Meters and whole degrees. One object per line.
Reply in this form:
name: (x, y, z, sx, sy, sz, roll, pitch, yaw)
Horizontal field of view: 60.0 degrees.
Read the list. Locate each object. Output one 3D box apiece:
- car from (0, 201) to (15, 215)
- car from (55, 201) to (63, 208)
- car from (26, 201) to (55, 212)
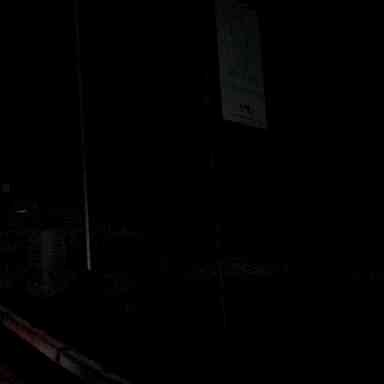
car: (-23.180, 1.881, 39.830, 2.097, 1.767, 4.553, -3, 0, -5)
car: (-25.803, 2.506, 61.698, 1.882, 1.535, 5.008, -4, -1, 7)
car: (-23.520, 2.231, 51.210, 1.994, 1.385, 4.181, -4, -1, 7)
